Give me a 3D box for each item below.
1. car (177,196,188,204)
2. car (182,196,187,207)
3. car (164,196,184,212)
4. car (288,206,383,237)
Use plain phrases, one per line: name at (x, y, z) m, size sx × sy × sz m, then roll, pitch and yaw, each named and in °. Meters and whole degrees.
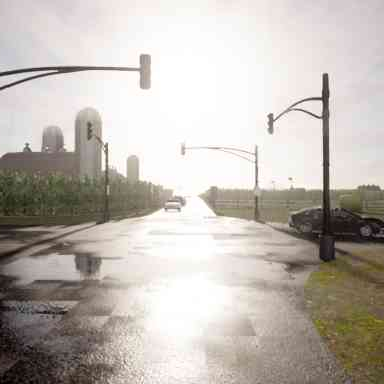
car at (-1.953, 1.644, 69.417) m, size 2.033 × 1.411 × 5.357 m, roll 0°, pitch 0°, yaw 0°
car at (-2.177, 1.411, 53.823) m, size 2.097 × 1.767 × 4.553 m, roll 0°, pitch 0°, yaw 1°
car at (-2.300, 1.565, 40.194) m, size 1.812 × 1.442 × 4.674 m, roll 0°, pitch 0°, yaw 1°
car at (7.837, 1.565, 18.367) m, size 4.892 × 1.490 × 1.837 m, roll 1°, pitch 1°, yaw 22°
